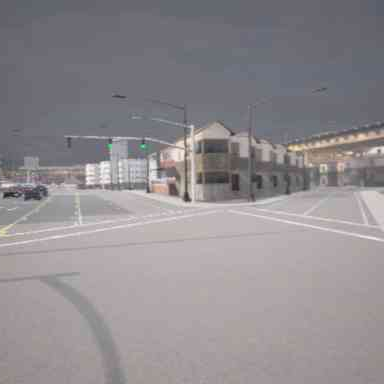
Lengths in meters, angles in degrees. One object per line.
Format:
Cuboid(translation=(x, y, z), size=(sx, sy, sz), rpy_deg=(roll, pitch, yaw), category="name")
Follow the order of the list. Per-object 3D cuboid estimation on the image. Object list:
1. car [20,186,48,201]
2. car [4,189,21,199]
Cuboid(translation=(-21.027, 0.378, 44.409), size=(2.033, 1.411, 5.357), rpy_deg=(-2, 3, -19), category="car")
Cuboid(translation=(-26.440, 0.245, 49.350), size=(1.895, 1.301, 4.718), rpy_deg=(-2, 3, -19), category="car")
